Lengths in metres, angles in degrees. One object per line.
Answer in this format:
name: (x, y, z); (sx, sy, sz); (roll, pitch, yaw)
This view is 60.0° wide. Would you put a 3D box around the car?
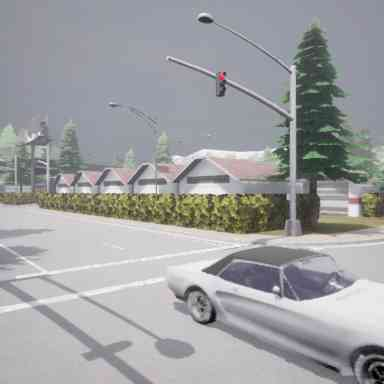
car: (1.666, 1.615, 5.160); (1.895, 1.301, 4.718); (0, 0, -40)
